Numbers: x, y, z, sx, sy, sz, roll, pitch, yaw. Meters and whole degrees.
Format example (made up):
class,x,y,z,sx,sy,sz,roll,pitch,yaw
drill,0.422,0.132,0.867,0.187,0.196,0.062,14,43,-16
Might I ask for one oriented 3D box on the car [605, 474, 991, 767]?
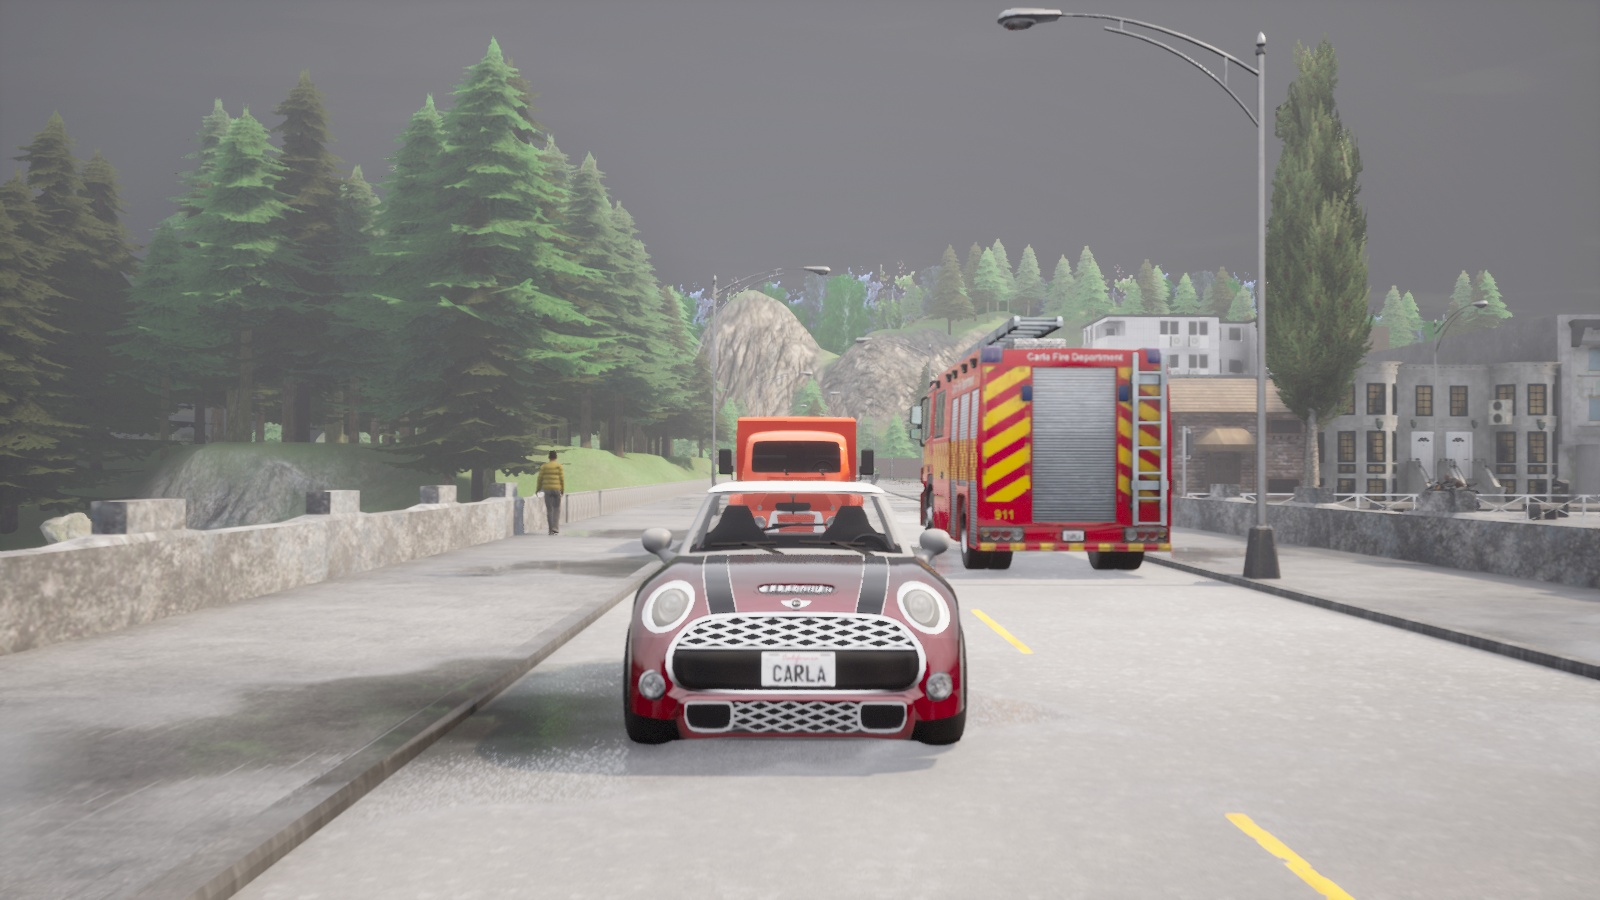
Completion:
class,x,y,z,sx,sy,sz,roll,pitch,yaw
car,-0.022,0.904,8.332,1.970,1.475,3.806,0,-1,0

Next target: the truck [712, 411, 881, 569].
class,x,y,z,sx,sy,sz,roll,pitch,yaw
truck,-0.064,0.664,22.282,2.627,2.467,5.204,0,-1,0

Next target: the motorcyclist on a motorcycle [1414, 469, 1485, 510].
class,x,y,z,sx,sy,sz,roll,pitch,yaw
motorcyclist on a motorcycle,24.401,1.467,47.199,2.191,1.530,0.866,0,-1,0

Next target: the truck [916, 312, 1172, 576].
class,x,y,z,sx,sy,sz,roll,pitch,yaw
truck,3.937,-0.026,22.486,2.891,3.827,8.468,0,-1,0

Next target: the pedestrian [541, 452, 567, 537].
class,x,y,z,sx,sy,sz,roll,pitch,yaw
pedestrian,-5.387,0.961,27.489,0.431,1.840,0.709,0,-1,-1
